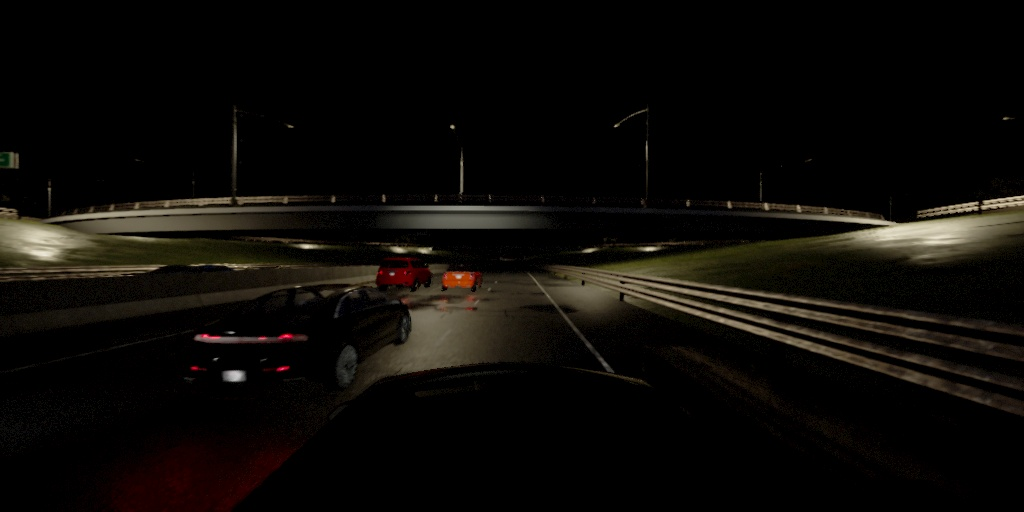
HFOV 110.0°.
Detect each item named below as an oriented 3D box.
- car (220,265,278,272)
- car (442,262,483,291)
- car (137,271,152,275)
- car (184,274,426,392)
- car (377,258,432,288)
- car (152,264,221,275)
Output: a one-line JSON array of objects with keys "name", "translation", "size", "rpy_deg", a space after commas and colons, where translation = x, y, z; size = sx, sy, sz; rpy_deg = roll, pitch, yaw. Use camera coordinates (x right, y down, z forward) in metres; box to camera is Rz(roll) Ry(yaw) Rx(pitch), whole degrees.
[{"name": "car", "translation": [-17.309, 1.445, 24.823], "size": [1.994, 1.385, 4.181], "rpy_deg": [0, -1, 1]}, {"name": "car", "translation": [-3.137, 1.275, 23.370], "size": [2.097, 1.767, 4.553], "rpy_deg": [0, -1, 1]}, {"name": "car", "translation": [-24.287, 1.369, 25.928], "size": [1.837, 1.490, 4.892], "rpy_deg": [0, -1, 1]}, {"name": "car", "translation": [-3.363, 1.271, 6.793], "size": [2.128, 1.511, 4.902], "rpy_deg": [0, 0, 0]}, {"name": "car", "translation": [-6.649, 1.124, 22.706], "size": [2.150, 2.045, 5.566], "rpy_deg": [0, -1, 1]}, {"name": "car", "translation": [-20.817, 1.340, 24.342], "size": [1.882, 1.535, 5.008], "rpy_deg": [0, -1, 1]}]
